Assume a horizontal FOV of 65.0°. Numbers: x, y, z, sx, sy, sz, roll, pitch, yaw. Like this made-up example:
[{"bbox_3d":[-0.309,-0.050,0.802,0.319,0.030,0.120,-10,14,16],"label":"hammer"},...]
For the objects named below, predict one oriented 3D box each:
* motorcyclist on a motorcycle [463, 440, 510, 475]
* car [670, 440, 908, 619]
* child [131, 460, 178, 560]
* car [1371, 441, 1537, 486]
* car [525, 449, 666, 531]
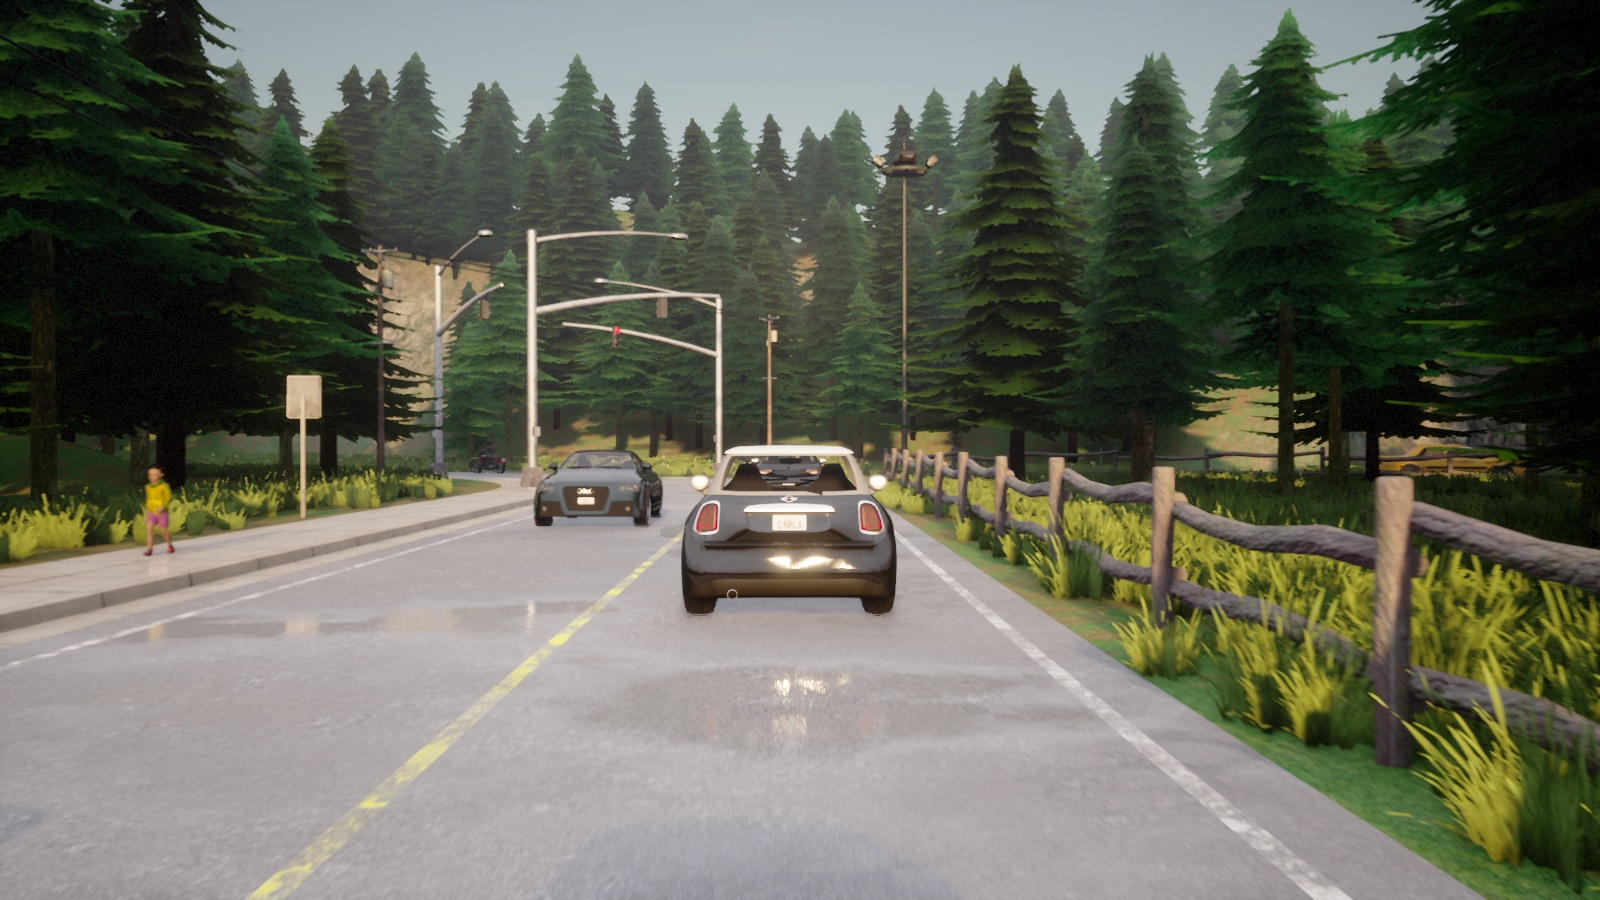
[{"bbox_3d":[-15.070,0.339,60.340,2.350,1.649,0.766,0,1,33],"label":"motorcyclist on a motorcycle"},{"bbox_3d":[-0.108,0.647,12.305,1.970,1.475,3.806,0,0,-1],"label":"car"},{"bbox_3d":[-7.681,0.703,14.953,0.299,1.160,0.473,0,0,3],"label":"child"},{"bbox_3d":[24.369,0.463,46.872,5.366,1.575,1.801,0,1,32],"label":"car"},{"bbox_3d":[-3.702,0.677,23.481,1.994,1.385,4.181,0,0,0],"label":"car"}]
